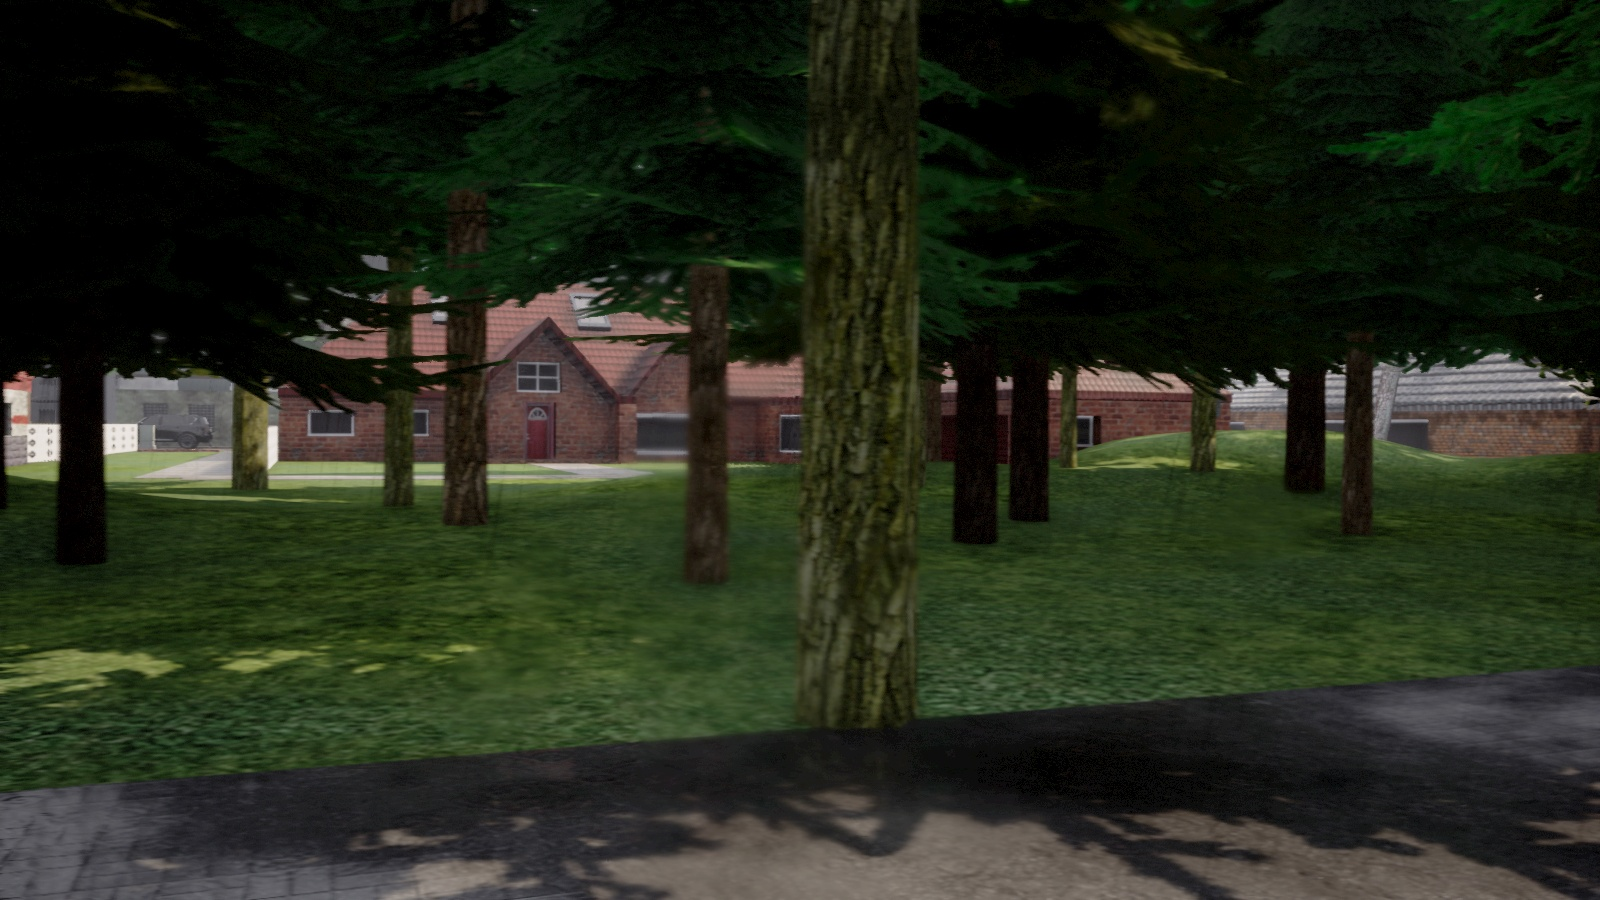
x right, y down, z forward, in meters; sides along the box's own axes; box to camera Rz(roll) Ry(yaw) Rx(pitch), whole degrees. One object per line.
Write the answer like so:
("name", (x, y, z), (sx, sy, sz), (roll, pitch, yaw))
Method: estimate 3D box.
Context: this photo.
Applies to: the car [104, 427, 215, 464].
("car", (-37.261, -0.272, 73.235), (5.566, 2.045, 2.150), (-1, 1, -20))
